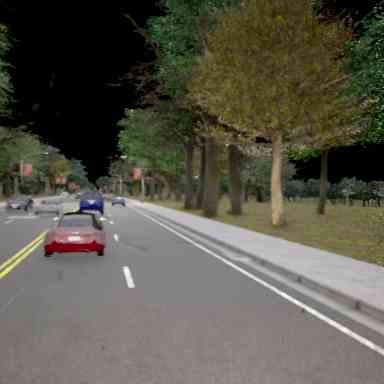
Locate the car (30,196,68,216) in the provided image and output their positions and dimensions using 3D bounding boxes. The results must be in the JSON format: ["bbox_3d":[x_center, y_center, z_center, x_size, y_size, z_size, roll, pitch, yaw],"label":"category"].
[{"bbox_3d":[-12.234,1.293,28.706,1.895,1.301,4.718,1,0,-15],"label":"car"}]

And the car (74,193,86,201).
[{"bbox_3d":[-23.422,1.021,69.543,2.033,1.411,5.357,1,0,-16],"label":"car"}]

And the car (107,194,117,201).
[{"bbox_3d":[-17.038,1.245,70.839,1.994,1.385,4.181,1,0,-16],"label":"car"}]

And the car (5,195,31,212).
[{"bbox_3d":[-16.563,1.079,32.243,2.128,1.511,4.902,1,0,-15],"label":"car"}]

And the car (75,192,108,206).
[{"bbox_3d":[-9.199,0.992,30.713,2.150,2.045,5.566,1,0,-15],"label":"car"}]

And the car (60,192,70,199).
[{"bbox_3d":[-27.422,0.652,71.791,1.812,1.442,4.674,1,0,-16],"label":"car"}]

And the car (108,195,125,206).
[{"bbox_3d":[-10.966,1.311,49.412,2.033,1.411,5.357,1,0,-15],"label":"car"}]

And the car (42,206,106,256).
[{"bbox_3d":[-4.277,1.449,12.576,1.994,1.385,4.181,1,0,-15],"label":"car"}]
